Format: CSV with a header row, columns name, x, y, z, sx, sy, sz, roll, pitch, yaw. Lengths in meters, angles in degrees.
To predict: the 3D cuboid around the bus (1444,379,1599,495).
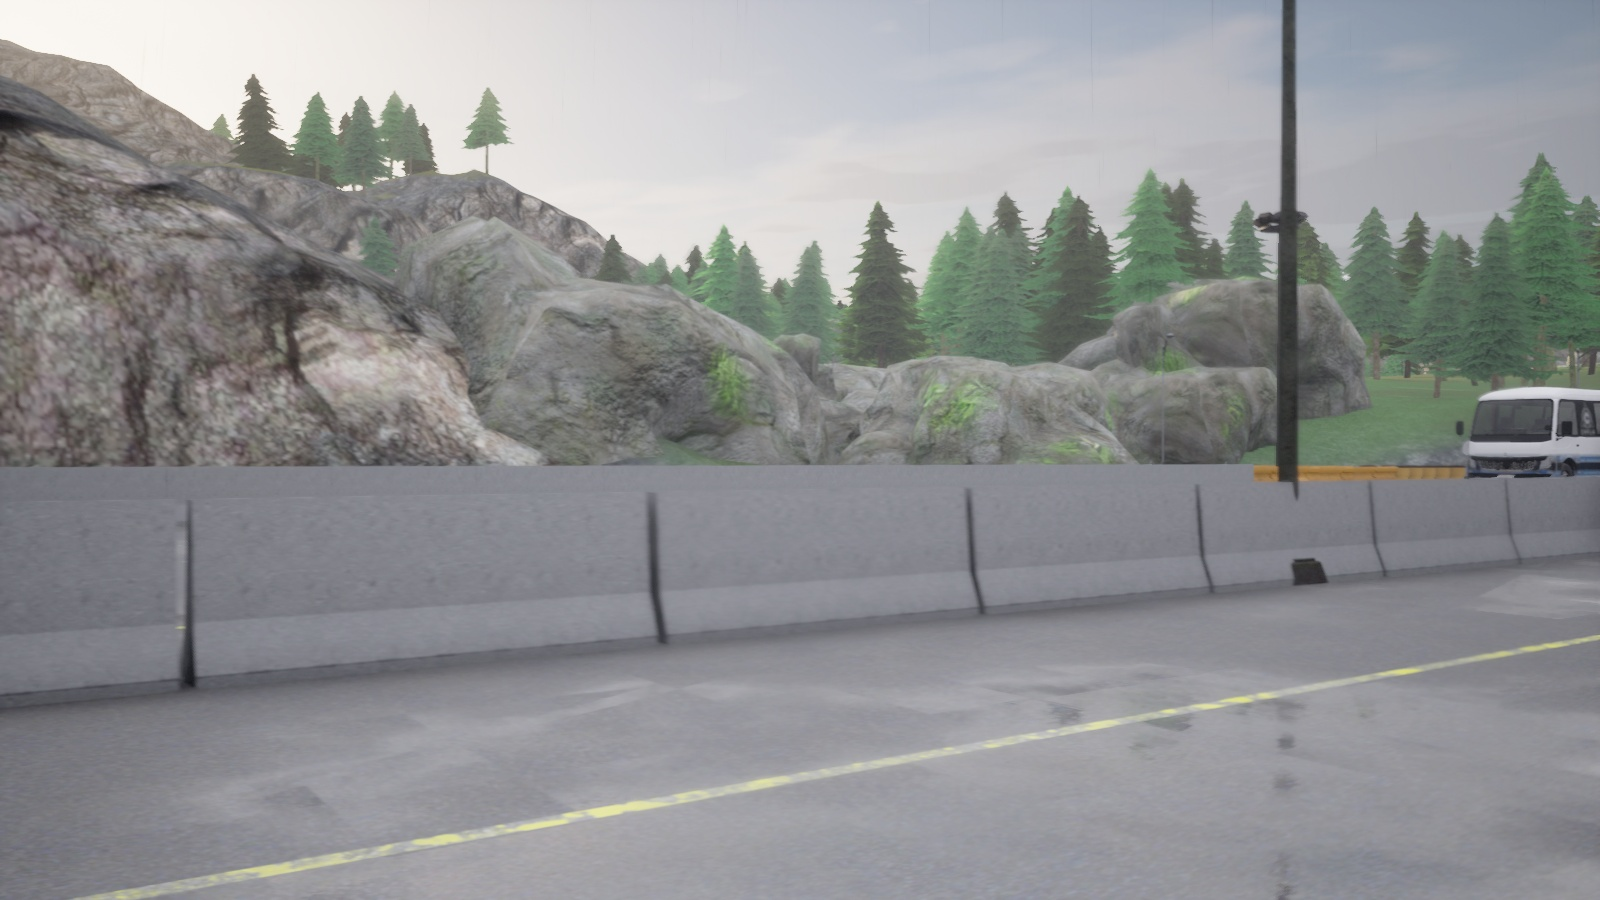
name,x,y,z,sx,sy,sz,roll,pitch,yaw
bus,30.610,-0.474,50.553,10.273,4.253,3.944,0,0,-35
